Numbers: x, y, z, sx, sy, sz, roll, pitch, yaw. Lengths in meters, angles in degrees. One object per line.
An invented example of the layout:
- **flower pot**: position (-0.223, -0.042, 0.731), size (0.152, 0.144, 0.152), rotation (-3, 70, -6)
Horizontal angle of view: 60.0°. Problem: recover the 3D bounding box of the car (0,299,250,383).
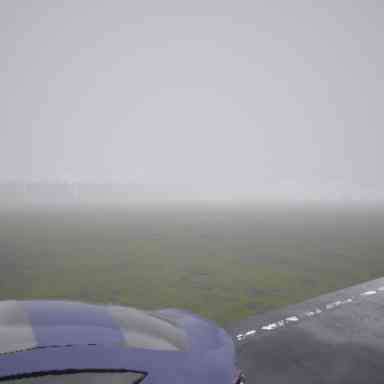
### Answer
- **car**: position (-1.668, 1.524, 1.882), size (4.674, 1.442, 1.812), rotation (0, 0, -36)
